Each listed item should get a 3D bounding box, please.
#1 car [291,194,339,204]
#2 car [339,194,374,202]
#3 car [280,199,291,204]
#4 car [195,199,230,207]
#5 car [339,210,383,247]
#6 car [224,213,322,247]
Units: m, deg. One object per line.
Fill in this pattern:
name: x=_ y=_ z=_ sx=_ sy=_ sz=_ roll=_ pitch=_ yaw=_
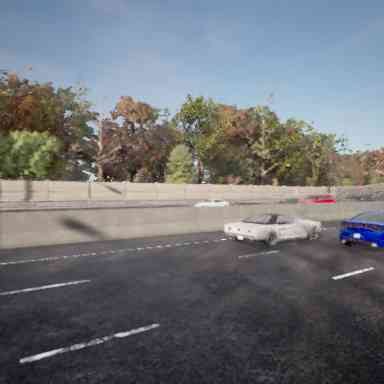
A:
car: x=15.083 y=1.274 z=40.529 sx=5.566 sy=2.045 sz=2.150 roll=0 pitch=0 yaw=-35
car: x=19.413 y=1.285 z=39.304 sx=5.566 sy=2.045 sz=2.150 roll=1 pitch=0 yaw=-35
car: x=13.522 y=1.562 z=43.703 sx=4.892 sy=1.490 sz=1.837 roll=1 pitch=-1 yaw=-35
car: x=2.555 y=1.555 z=40.193 sx=4.674 sy=1.442 sz=1.812 roll=0 pitch=0 yaw=-35
car: x=8.187 y=1.490 z=13.883 sx=5.008 sy=1.535 sz=1.882 roll=0 pitch=0 yaw=-36
car: x=3.818 y=1.609 z=15.068 sx=4.718 sy=1.301 sz=1.895 roll=0 pitch=0 yaw=-36
